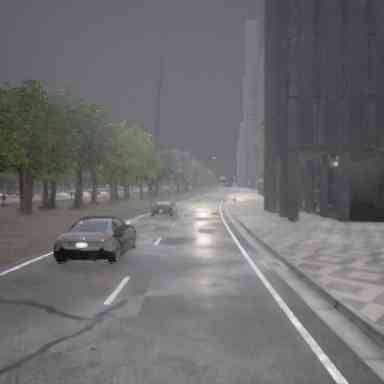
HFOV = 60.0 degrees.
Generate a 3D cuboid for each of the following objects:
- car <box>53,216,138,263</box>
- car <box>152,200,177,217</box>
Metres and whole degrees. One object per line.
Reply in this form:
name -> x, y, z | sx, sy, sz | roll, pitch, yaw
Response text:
car -> -3.218, 1.533, 11.841 | 1.994, 1.385, 4.181 | 0, 0, 1
car -> -2.455, 1.409, 30.062 | 1.812, 1.442, 4.674 | 0, 0, 3
